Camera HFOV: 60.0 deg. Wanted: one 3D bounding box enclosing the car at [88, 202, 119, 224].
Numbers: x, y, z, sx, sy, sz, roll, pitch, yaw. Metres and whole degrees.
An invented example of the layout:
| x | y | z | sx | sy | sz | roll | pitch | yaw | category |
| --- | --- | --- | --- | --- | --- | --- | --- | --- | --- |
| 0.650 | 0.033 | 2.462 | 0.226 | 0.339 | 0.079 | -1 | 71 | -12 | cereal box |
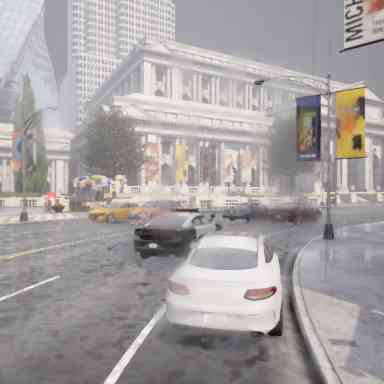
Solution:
| x | y | z | sx | sy | sz | roll | pitch | yaw | category |
| --- | --- | --- | --- | --- | --- | --- | --- | --- | --- |
| -5.412 | 1.475 | 24.876 | 1.882 | 1.535 | 5.008 | 0 | 0 | 36 | car |

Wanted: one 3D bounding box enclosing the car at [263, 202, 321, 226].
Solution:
| x | y | z | sx | sy | sz | roll | pitch | yaw | category |
| --- | --- | --- | --- | --- | --- | --- | --- | --- | --- |
| 7.426 | 1.479 | 23.684 | 1.882 | 1.535 | 5.008 | 0 | 0 | 44 | car |

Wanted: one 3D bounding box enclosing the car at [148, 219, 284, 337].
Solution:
| x | y | z | sx | sy | sz | roll | pitch | yaw | category |
| --- | --- | --- | --- | --- | --- | --- | --- | --- | --- |
| 0.836 | 1.525 | 6.696 | 1.812 | 1.442 | 4.674 | 0 | 0 | 13 | car |

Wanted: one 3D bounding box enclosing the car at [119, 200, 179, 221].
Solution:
| x | y | z | sx | sy | sz | roll | pitch | yaw | category |
| --- | --- | --- | --- | --- | --- | --- | --- | --- | --- |
| -2.428 | 1.350 | 22.999 | 2.097 | 1.767 | 4.553 | 0 | 0 | 36 | car |

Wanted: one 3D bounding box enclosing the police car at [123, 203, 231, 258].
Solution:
| x | y | z | sx | sy | sz | roll | pitch | yaw | category |
| --- | --- | --- | --- | --- | --- | --- | --- | --- | --- |
| -0.233 | 1.425 | 12.465 | 1.930 | 1.638 | 5.238 | 0 | 0 | 21 | police car |

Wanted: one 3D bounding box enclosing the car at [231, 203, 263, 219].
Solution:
| x | y | z | sx | sy | sz | roll | pitch | yaw | category |
| --- | --- | --- | --- | --- | --- | --- | --- | --- | --- |
| 4.662 | 1.548 | 26.038 | 2.033 | 1.411 | 5.357 | 0 | 0 | 45 | car |
